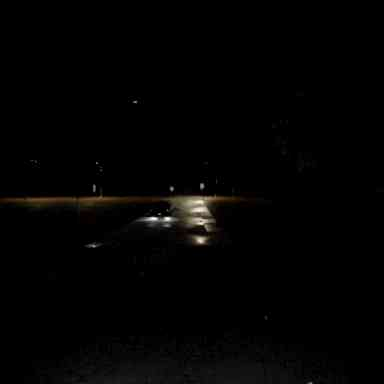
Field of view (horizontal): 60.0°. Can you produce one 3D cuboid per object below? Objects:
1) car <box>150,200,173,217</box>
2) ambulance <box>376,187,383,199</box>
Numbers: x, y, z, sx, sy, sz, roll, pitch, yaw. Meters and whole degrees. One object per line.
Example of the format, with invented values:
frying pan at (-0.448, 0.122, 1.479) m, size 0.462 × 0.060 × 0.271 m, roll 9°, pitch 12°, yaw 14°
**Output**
car at (-2.845, 1.521, 31.842) m, size 2.033 × 1.411 × 5.357 m, roll 0°, pitch 1°, yaw 0°
ambulance at (39.404, 0.208, 69.558) m, size 6.366 × 2.431 × 2.351 m, roll 0°, pitch -1°, yaw 0°
